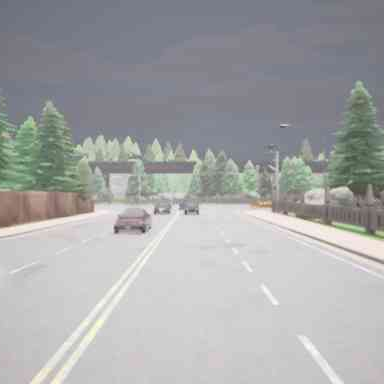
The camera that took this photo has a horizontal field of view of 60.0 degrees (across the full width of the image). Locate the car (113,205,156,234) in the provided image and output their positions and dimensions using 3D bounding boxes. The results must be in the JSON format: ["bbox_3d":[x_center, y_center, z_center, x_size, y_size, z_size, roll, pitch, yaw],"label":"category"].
[{"bbox_3d":[-3.587,1.740,20.864,1.812,1.442,4.674,0,-1,0],"label":"car"}]

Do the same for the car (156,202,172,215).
[{"bbox_3d":[-3.504,1.931,40.627,2.128,1.511,4.902,0,-1,0],"label":"car"}]

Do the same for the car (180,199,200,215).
[{"bbox_3d":[-0.004,1.959,40.187,2.033,1.411,5.357,0,-1,0],"label":"car"}]

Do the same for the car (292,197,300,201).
[{"bbox_3d":[18.494,1.758,52.300,5.566,2.045,2.150,0,-1,1],"label":"car"}]

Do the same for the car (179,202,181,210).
[{"bbox_3d":[-0.591,1.869,50.517,2.097,1.767,4.553,0,-1,-15],"label":"car"}]
